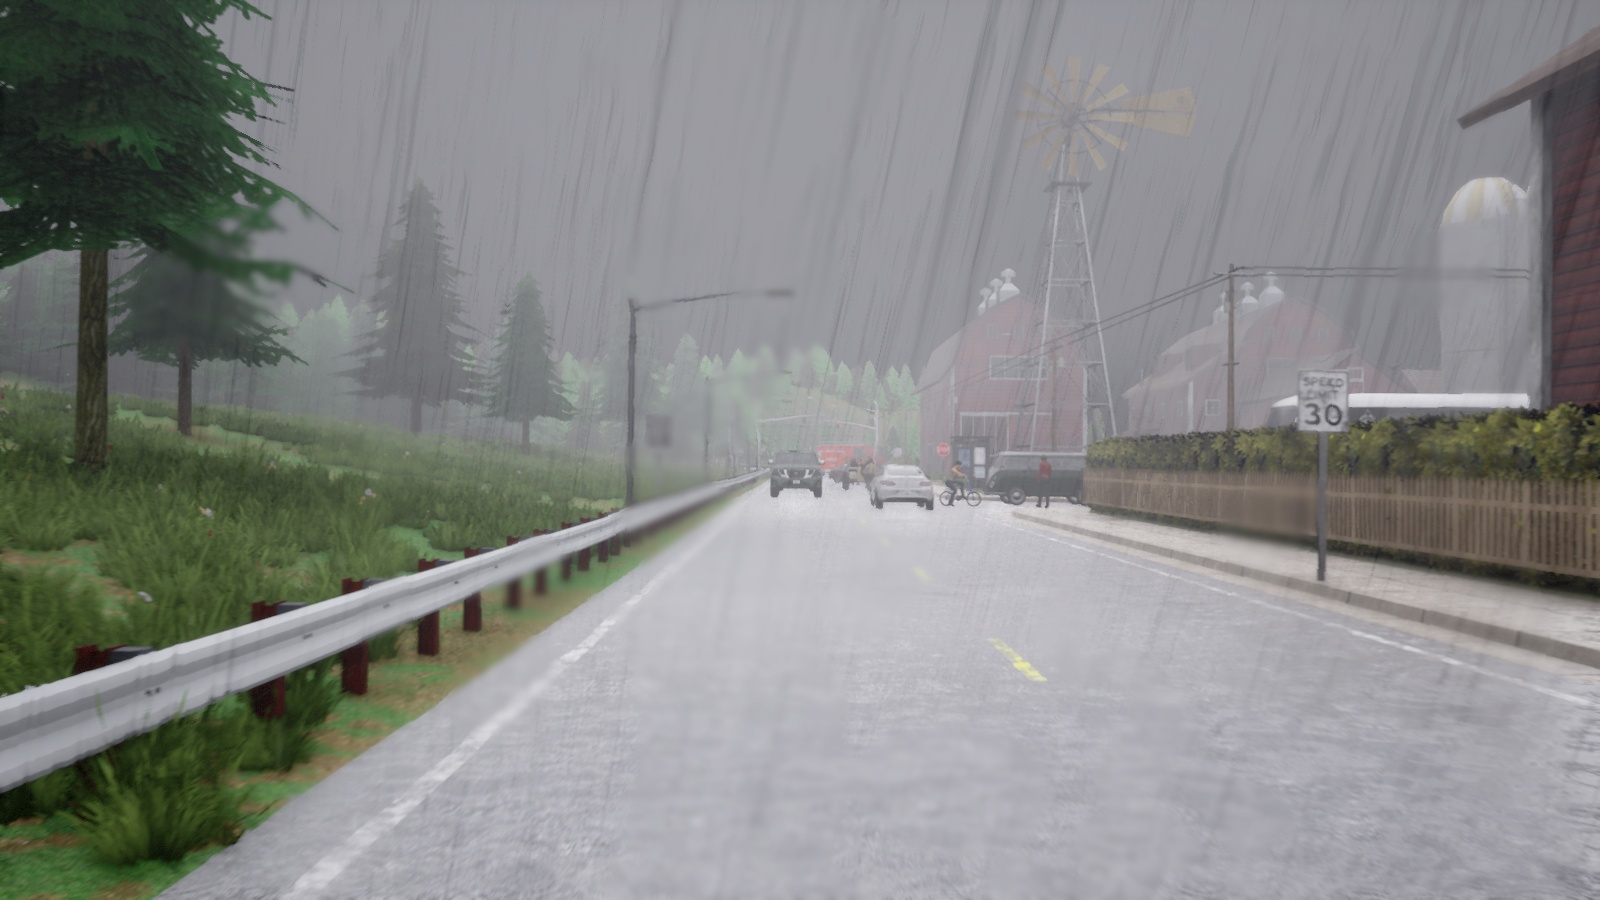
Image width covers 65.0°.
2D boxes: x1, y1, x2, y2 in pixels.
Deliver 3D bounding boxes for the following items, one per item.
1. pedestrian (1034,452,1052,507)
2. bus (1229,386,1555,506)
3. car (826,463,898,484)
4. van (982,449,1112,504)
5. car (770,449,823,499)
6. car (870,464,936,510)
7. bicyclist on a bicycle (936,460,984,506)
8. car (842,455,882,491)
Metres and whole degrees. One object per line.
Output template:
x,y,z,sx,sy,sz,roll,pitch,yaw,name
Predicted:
8.177,0.978,42.261,0.331,1.846,0.636,0,-1,-17,pedestrian
21.827,-0.124,46.824,10.273,4.253,3.944,0,0,0,bus
4.276,1.602,87.028,4.674,1.442,1.812,0,0,35,car
9.133,0.985,46.659,4.442,1.987,1.775,0,0,-2,van
-0.145,1.008,54.678,2.150,2.045,5.566,0,0,0,car
3.389,1.210,41.995,1.812,1.442,4.674,0,-1,0,car
5.604,1.141,43.982,1.509,1.612,0.866,0,-1,20,bicyclist on a bicycle
3.317,1.224,67.784,1.932,1.855,4.605,0,0,0,car
